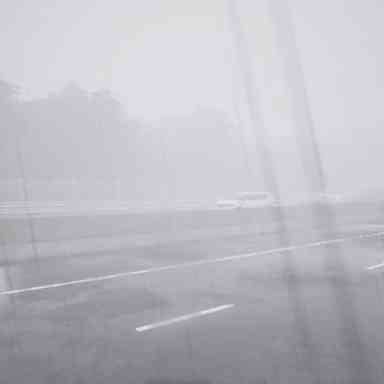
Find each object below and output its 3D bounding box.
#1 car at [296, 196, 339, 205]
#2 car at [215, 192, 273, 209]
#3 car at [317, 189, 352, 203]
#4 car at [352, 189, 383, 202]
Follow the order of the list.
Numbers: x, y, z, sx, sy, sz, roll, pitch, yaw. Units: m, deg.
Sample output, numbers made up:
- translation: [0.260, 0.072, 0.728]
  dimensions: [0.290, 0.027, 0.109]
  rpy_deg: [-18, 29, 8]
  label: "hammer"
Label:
- translation: [9.985, 1.344, 27.974]
  dimensions: [4.181, 1.385, 1.994]
  rpy_deg: [-1, 1, -34]
  label: "car"
- translation: [4.556, 1.062, 28.507]
  dimensions: [5.566, 2.045, 2.150]
  rpy_deg: [-1, 1, -34]
  label: "car"
- translation: [19.272, 0.693, 45.967]
  dimensions: [5.566, 2.045, 2.150]
  rpy_deg: [-1, 1, -37]
  label: "car"
- translation: [24.417, 0.602, 45.984]
  dimensions: [5.566, 2.045, 2.150]
  rpy_deg: [-2, 1, -34]
  label: "car"
